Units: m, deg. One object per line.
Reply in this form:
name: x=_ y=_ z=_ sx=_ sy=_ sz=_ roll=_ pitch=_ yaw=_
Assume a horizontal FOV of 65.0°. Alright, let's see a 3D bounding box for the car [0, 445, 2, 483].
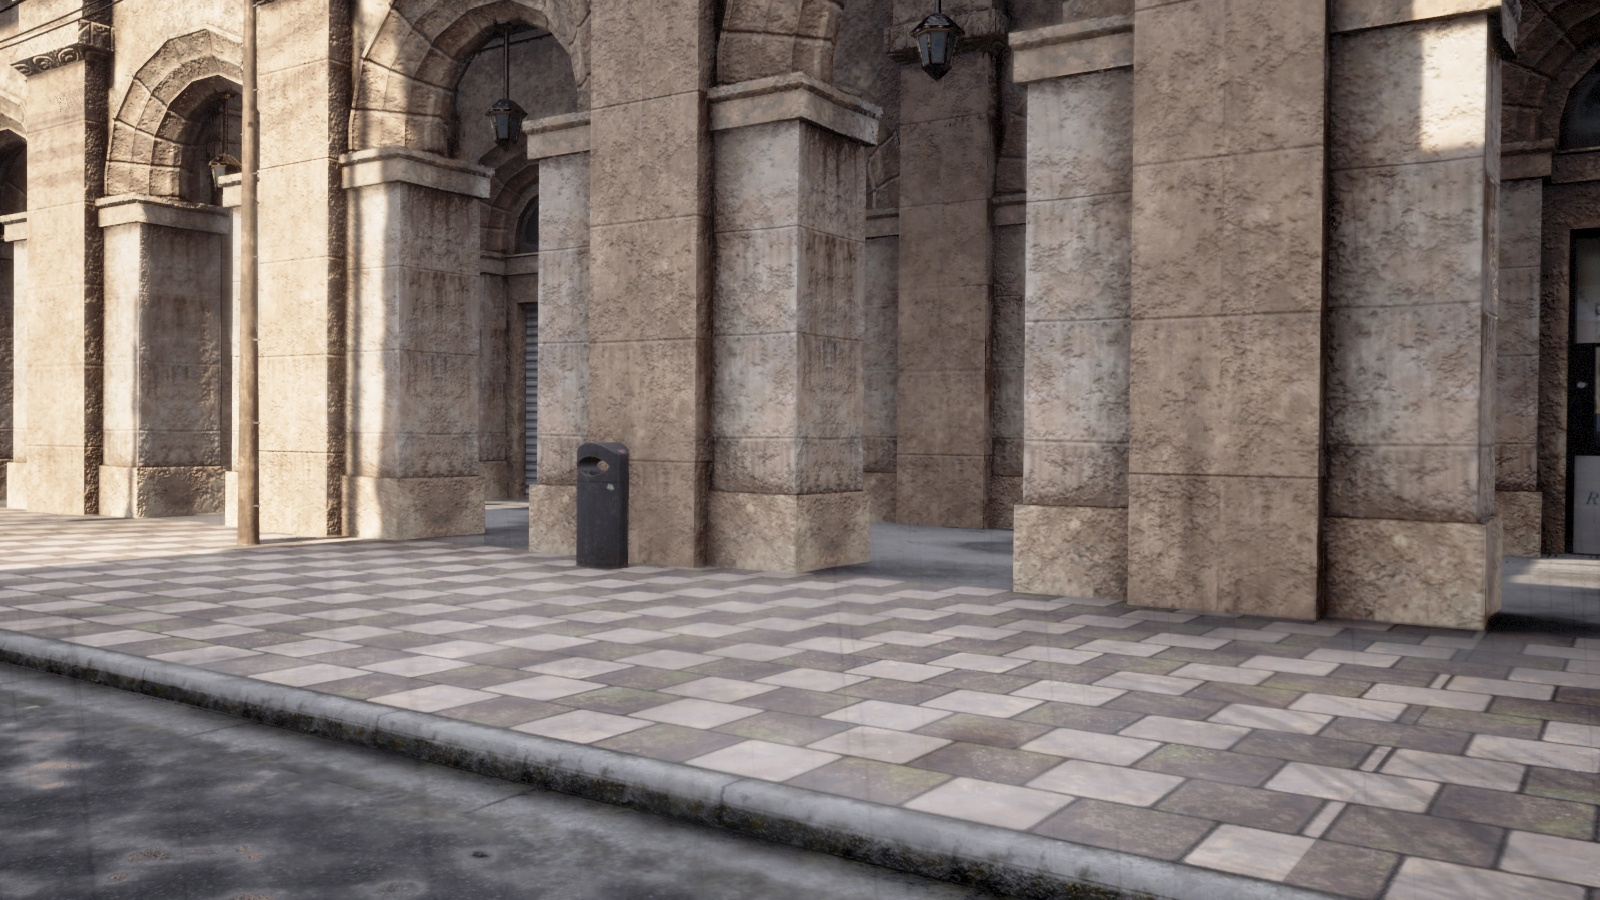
car: x=-30.009 y=0.524 z=42.477 sx=1.895 sy=1.301 sz=4.718 roll=0 pitch=1 yaw=34
